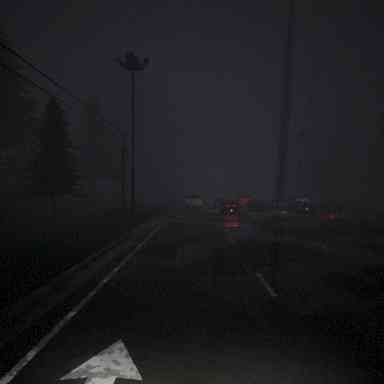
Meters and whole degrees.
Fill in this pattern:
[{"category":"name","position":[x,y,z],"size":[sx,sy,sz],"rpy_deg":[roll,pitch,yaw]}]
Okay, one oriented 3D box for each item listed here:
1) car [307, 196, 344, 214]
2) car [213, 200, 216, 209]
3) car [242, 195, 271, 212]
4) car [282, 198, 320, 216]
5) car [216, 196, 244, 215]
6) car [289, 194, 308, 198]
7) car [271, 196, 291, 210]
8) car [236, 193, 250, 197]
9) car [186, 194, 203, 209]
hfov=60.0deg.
[{"category":"car","position":[14.295,1.491,35.307],"size":[2.128,1.511,4.902],"rpy_deg":[0,0,0]},{"category":"car","position":[3.824,1.546,44.429],"size":[2.033,1.411,5.357],"rpy_deg":[0,0,1]},{"category":"car","position":[7.313,1.477,38.305],"size":[1.882,1.535,5.008],"rpy_deg":[0,0,1]},{"category":"car","position":[10.783,1.563,33.178],"size":[1.994,1.385,4.181],"rpy_deg":[0,0,0]},{"category":"car","position":[3.787,1.504,34.053],"size":[1.837,1.490,4.892],"rpy_deg":[0,0,0]},{"category":"car","position":[14.342,1.220,45.555],"size":[2.150,2.045,5.566],"rpy_deg":[0,0,0]},{"category":"car","position":[10.819,1.546,43.267],"size":[2.033,1.411,5.357],"rpy_deg":[0,0,0]},{"category":"car","position":[7.352,1.220,48.317],"size":[2.150,2.045,5.566],"rpy_deg":[0,0,1]},{"category":"car","position":[0.344,1.220,44.651],"size":[2.150,2.045,5.566],"rpy_deg":[0,0,1]}]
